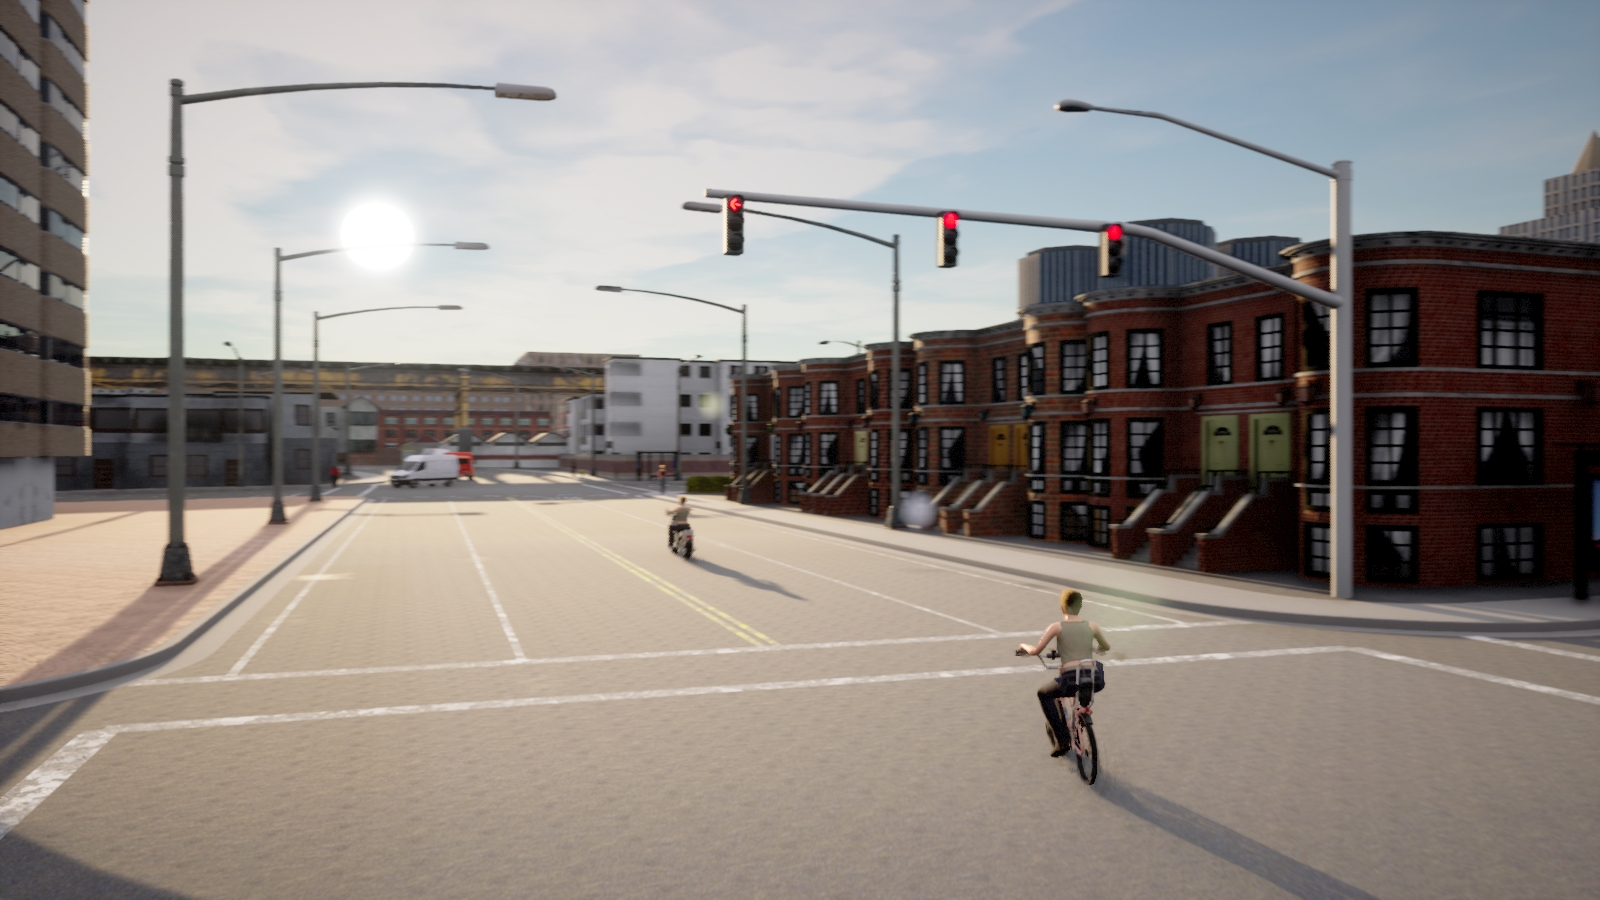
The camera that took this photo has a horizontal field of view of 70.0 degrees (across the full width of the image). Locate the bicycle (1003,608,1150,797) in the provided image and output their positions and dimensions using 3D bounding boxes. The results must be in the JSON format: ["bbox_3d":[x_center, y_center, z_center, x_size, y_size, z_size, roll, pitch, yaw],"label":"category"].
[{"bbox_3d":[2.386,2.156,10.040,0.859,1.301,1.487,-1,0,-2],"label":"bicycle"}]

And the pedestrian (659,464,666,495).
[{"bbox_3d":[-8.223,1.771,68.399,0.375,1.860,0.375,0,0,-19],"label":"pedestrian"}]
